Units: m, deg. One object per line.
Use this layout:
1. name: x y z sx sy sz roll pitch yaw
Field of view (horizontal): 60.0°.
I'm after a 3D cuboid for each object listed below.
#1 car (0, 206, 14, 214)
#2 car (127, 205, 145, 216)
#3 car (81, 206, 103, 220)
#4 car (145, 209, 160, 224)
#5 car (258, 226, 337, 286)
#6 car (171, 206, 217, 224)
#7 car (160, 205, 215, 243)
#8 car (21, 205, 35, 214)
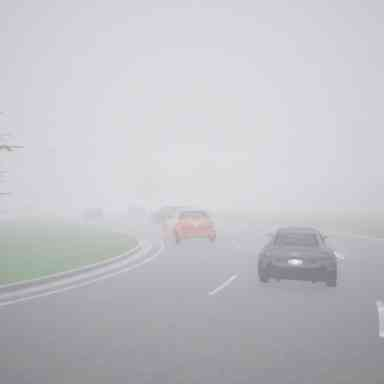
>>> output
1. car: -32.831 3.170 58.886 2.128 1.511 4.902 -1 -1 -18
2. car: -7.774 2.568 46.760 1.812 1.442 4.674 0 -1 -26
3. car: -11.689 2.443 38.879 2.128 1.511 4.902 0 -1 -27
4. car: -1.909 1.952 28.853 2.097 1.767 4.553 0 -1 -32
5. car: 3.179 1.718 10.056 1.994 1.385 4.181 -1 -1 19
6. car: 0.058 2.127 32.276 2.128 1.511 4.902 0 -1 -32
7. car: -0.260 1.726 18.553 2.097 1.767 4.553 -1 -1 -13
8. car: -29.502 3.159 59.968 1.837 1.490 4.892 -1 -2 -18
